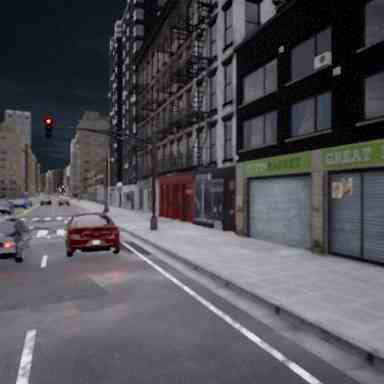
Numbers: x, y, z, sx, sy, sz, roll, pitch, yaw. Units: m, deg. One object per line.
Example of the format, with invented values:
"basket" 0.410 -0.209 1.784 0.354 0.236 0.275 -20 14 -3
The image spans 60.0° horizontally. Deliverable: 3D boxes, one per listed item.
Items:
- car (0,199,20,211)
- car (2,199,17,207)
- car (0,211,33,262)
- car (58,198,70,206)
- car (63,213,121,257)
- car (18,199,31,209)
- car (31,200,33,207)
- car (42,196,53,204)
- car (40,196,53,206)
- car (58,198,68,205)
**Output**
"car" -20.597 1.826 36.501 2.033 1.411 5.357 0 -1 -22
"car" -35.369 2.089 64.495 1.895 1.301 4.718 0 -1 -22
"car" -6.933 1.635 12.013 2.033 1.411 5.357 0 -1 -22
"car" -24.905 2.017 64.909 1.837 1.490 4.892 0 -1 -22
"car" -4.177 1.582 13.690 1.882 1.535 5.008 0 0 -22
"car" -26.598 1.877 51.415 1.882 1.535 5.008 0 -1 -22
"car" -30.959 2.012 62.274 2.128 1.511 4.902 0 -1 -22
"car" -32.540 1.777 74.810 2.097 1.767 4.553 0 -1 -22
"car" -28.631 1.983 65.181 1.882 1.535 5.008 0 -1 -22
"car" -29.538 2.142 76.051 2.033 1.411 5.357 0 -1 -22
